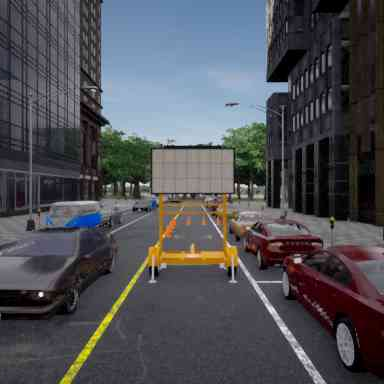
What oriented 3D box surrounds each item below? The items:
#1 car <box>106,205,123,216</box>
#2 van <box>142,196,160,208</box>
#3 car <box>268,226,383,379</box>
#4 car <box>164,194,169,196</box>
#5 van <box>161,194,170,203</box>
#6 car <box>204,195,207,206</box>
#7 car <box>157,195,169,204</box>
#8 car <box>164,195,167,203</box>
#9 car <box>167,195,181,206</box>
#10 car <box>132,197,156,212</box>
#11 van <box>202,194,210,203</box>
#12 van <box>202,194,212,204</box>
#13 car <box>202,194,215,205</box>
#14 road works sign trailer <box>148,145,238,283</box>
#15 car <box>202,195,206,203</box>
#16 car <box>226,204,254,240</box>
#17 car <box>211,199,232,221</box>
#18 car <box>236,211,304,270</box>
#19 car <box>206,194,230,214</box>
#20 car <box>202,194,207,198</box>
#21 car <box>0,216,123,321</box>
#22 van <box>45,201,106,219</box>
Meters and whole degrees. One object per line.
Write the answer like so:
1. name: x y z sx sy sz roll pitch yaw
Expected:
1. car: -5.704 1.552 21.826 2.008 1.369 4.403 0 0 0
2. van: -5.644 1.348 43.576 1.690 1.788 3.998 0 0 0
3. car: 2.777 1.544 5.490 1.887 1.381 4.507 0 0 0
4. car: -5.600 1.540 59.719 1.752 1.417 4.829 0 0 0
5. van: -5.569 1.363 70.764 1.690 1.788 3.998 0 0 0
6. car: 2.882 1.532 43.722 1.752 1.417 4.829 0 0 0
7. car: -5.584 1.459 65.326 1.967 1.590 4.097 0 0 0
8. car: -5.614 1.578 54.451 1.947 1.339 4.313 0 0 0
9. car: -2.845 1.614 56.336 1.895 1.301 4.718 0 0 0
10. car: -5.659 1.570 38.139 1.947 1.339 4.313 0 0 0
11. van: 2.956 1.363 70.740 1.690 1.788 3.998 0 0 0
12. van: 2.941 1.359 65.303 1.690 1.788 3.998 0 0 0
13. car: 2.926 1.330 59.866 2.192 1.841 5.009 0 0 0
14. road works sign trailer: 0.026 0.464 9.640 2.380 3.560 2.880 0 0 0
15. car: 2.896 1.554 48.990 1.887 1.381 4.507 0 0 0
16. car: 2.807 1.526 16.535 1.752 1.417 4.829 0 0 0
17. car: 2.837 1.527 27.410 1.752 1.417 4.829 0 0 0
18. car: 2.792 1.545 10.927 1.887 1.381 4.507 0 0 0
19. car: 2.851 1.318 32.678 2.192 1.841 5.009 0 0 0
20. car: 2.911 1.452 54.428 1.967 1.590 4.097 0 0 0
21. car: -3.080 1.547 7.789 2.033 1.411 5.357 0 0 0
22. van: -5.719 1.341 16.389 1.690 1.788 3.998 0 0 0
